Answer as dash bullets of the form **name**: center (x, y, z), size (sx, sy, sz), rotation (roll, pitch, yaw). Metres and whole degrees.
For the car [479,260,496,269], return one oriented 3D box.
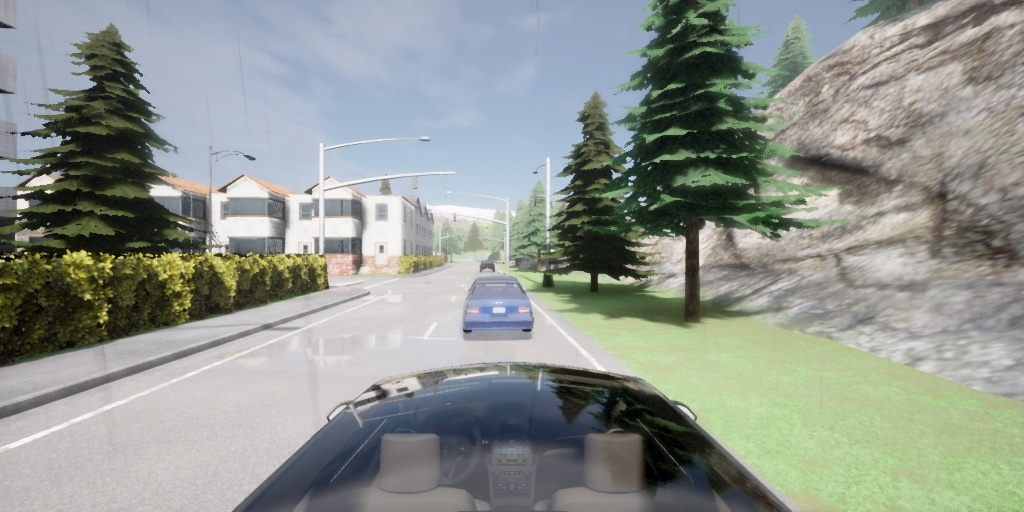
- **car**: center (-3.112, 1.255, 45.305), size (1.837, 1.490, 4.892), rotation (0, 0, -4)

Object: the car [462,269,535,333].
- **car**: center (-0.478, 1.297, 10.777), size (2.033, 1.411, 5.357), rotation (0, 0, -4)
